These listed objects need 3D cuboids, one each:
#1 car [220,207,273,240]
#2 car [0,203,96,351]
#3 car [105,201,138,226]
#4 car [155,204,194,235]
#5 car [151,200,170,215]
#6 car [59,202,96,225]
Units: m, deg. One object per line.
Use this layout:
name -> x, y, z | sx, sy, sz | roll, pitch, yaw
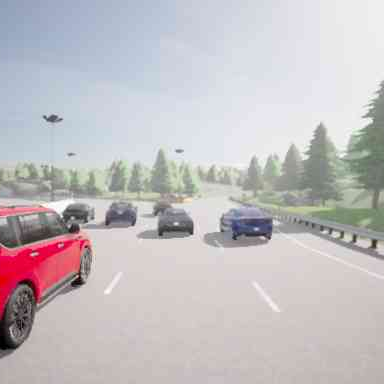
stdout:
car -> 2.699, 1.534, 17.438 | 1.882, 1.535, 5.008 | 0, 0, -5
car -> -3.596, 1.250, 6.349 | 2.150, 2.045, 5.566 | 0, 0, -2
car -> -5.106, 1.446, 24.640 | 2.097, 1.767, 4.553 | 0, 0, -7
car -> -1.000, 1.633, 19.400 | 1.994, 1.385, 4.181 | 0, 0, -5
car -> -3.115, 1.631, 34.995 | 1.837, 1.490, 4.892 | 0, 0, -10
car -> -8.819, 1.610, 26.096 | 1.837, 1.490, 4.892 | 0, 0, -8
